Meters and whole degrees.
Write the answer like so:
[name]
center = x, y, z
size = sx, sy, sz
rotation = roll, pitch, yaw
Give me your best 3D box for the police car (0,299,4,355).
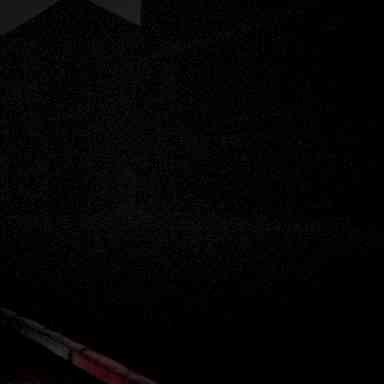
[police car]
center = -4.623, 1.496, 4.830
size = 5.238, 1.638, 1.930
rotation = -1, 0, 39
